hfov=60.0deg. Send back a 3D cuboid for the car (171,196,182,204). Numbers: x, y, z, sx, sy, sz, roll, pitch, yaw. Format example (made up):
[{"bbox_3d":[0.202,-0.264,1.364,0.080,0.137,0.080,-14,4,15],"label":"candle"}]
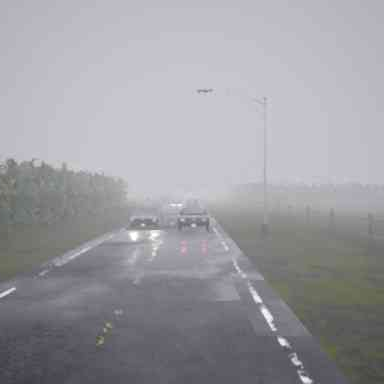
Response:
[{"bbox_3d":[-2.796,1.437,62.200,2.128,1.511,4.902,0,0,1],"label":"car"}]

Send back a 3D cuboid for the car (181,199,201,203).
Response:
[{"bbox_3d":[0.071,1.520,41.270,2.033,1.411,5.357,0,0,0],"label":"car"}]

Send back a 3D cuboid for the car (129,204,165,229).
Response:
[{"bbox_3d":[-2.856,1.538,22.099,2.033,1.411,5.357,0,0,0],"label":"car"}]

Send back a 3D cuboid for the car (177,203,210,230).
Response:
[{"bbox_3d":[0.094,1.592,20.843,1.895,1.301,4.718,0,0,0],"label":"car"}]
